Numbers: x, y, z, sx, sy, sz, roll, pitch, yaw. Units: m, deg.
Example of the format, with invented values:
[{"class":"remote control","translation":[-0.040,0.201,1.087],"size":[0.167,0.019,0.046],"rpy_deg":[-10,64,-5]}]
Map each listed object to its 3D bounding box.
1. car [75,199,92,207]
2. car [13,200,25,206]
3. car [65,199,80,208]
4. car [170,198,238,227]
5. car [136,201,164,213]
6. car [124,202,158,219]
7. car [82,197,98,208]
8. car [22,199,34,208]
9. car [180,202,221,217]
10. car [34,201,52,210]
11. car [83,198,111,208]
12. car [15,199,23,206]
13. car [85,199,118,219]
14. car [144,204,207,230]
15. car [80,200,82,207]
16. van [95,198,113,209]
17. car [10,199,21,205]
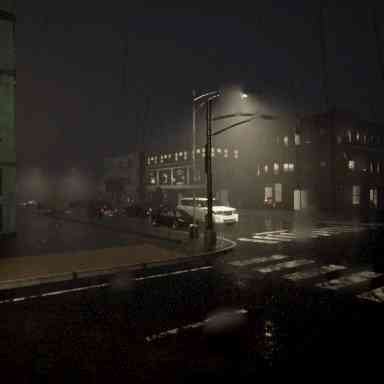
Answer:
[{"class":"car","translation":[-21.733,2.227,66.466],"size":[1.887,1.381,4.507],"rpy_deg":[-1,0,-36]},{"class":"car","translation":[-41.425,2.547,79.603],"size":[2.008,1.369,4.403],"rpy_deg":[-1,0,-36]},{"class":"car","translation":[-21.454,2.229,61.637],"size":[1.994,1.385,4.181],"rpy_deg":[-1,0,-36]},{"class":"car","translation":[0.956,1.442,24.784],"size":[2.150,2.045,5.566],"rpy_deg":[-1,0,-35]},{"class":"car","translation":[-5.636,1.966,43.952],"size":[1.802,1.307,4.206],"rpy_deg":[-2,0,-36]},{"class":"car","translation":[-4.995,1.886,33.112],"size":[2.033,1.411,5.357],"rpy_deg":[-1,0,-36]},{"class":"car","translation":[-15.393,2.032,53.157],"size":[1.882,1.535,5.008],"rpy_deg":[-1,0,-35]},{"class":"car","translation":[-31.768,2.375,66.094],"size":[2.008,1.369,4.403],"rpy_deg":[-1,0,-36]},{"class":"car","translation":[0.801,1.809,34.947],"size":[2.008,1.369,4.403],"rpy_deg":[-2,0,-36]},{"class":"car","translation":[-25.231,2.232,56.950],"size":[1.752,1.417,4.829],"rpy_deg":[-1,0,-36]},{"class":"car","translation":[-11.903,1.950,42.805],"size":[1.882,1.535,5.008],"rpy_deg":[-1,0,-35]},{"class":"car","translation":[-38.208,2.379,75.099],"size":[1.967,1.590,4.097],"rpy_deg":[-1,0,-36]},{"class":"car","translation":[-9.237,1.846,34.574],"size":[1.967,1.590,4.097],"rpy_deg":[-1,0,-36]},{"class":"car","translation":[-1.262,1.814,23.215],"size":[1.947,1.339,4.313],"rpy_deg":[-2,0,-36]},{"class":"car","translation":[-18.519,1.939,61.963],"size":[2.192,1.841,5.009],"rpy_deg":[-1,0,-36]},{"class":"van","translation":[-15.299,1.906,57.460],"size":[1.690,1.788,3.998],"rpy_deg":[-1,0,-36]},{"class":"car","translation":[-44.644,2.597,84.104],"size":[1.887,1.381,4.507],"rpy_deg":[-1,0,-36]}]
